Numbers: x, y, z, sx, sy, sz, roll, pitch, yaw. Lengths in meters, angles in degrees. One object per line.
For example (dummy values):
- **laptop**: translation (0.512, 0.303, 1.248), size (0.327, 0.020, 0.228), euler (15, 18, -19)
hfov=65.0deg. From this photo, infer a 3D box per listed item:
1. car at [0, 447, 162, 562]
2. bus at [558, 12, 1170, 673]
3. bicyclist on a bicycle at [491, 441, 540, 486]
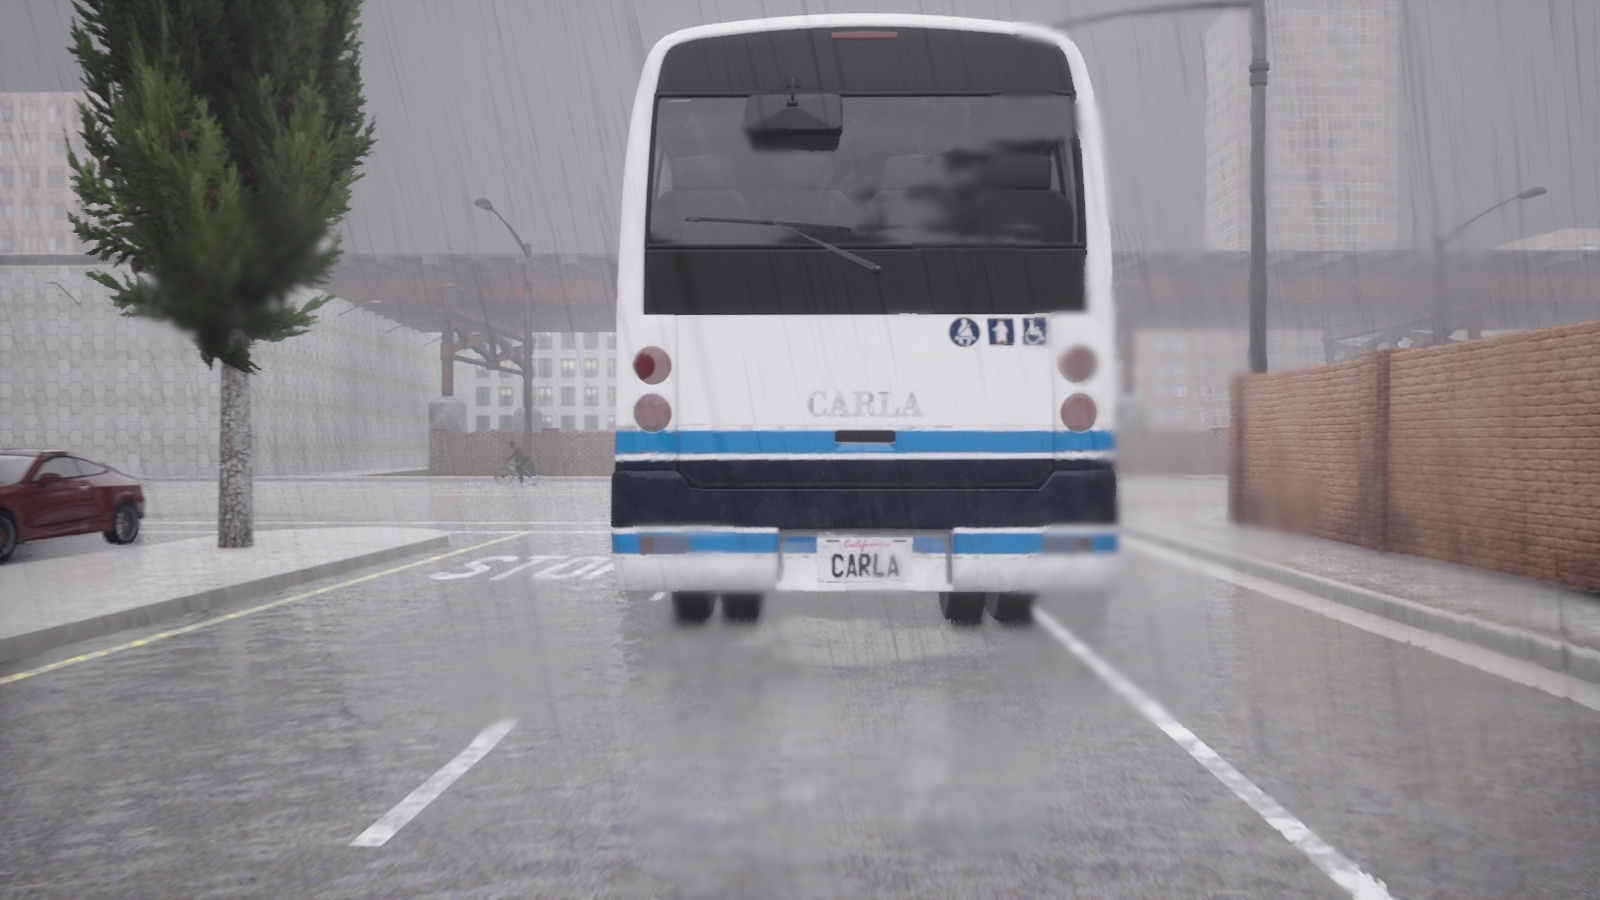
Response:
- **car**: translation (-10.976, 0.687, 17.379), size (1.812, 1.442, 4.674), euler (0, 0, 2)
- **bus**: translation (0.475, -0.686, 13.238), size (3.944, 4.253, 10.273), euler (0, 0, 1)
- **bicyclist on a bicycle**: translation (-10.436, 0.493, 46.017), size (1.656, 1.620, 0.582), euler (0, 0, -1)
